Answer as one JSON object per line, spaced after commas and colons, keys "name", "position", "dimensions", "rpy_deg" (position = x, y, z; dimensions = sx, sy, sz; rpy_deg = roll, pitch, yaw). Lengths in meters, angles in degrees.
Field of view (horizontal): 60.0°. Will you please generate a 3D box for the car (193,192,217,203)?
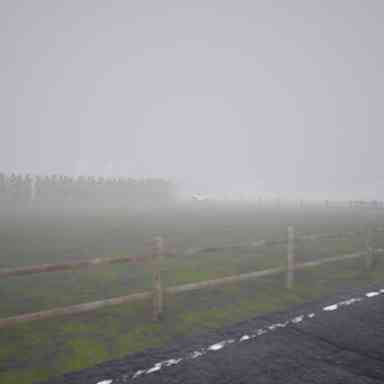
{"name": "car", "position": [2.549, 1.060, 65.275], "dimensions": [2.150, 2.045, 5.566], "rpy_deg": [1, 0, -37]}
